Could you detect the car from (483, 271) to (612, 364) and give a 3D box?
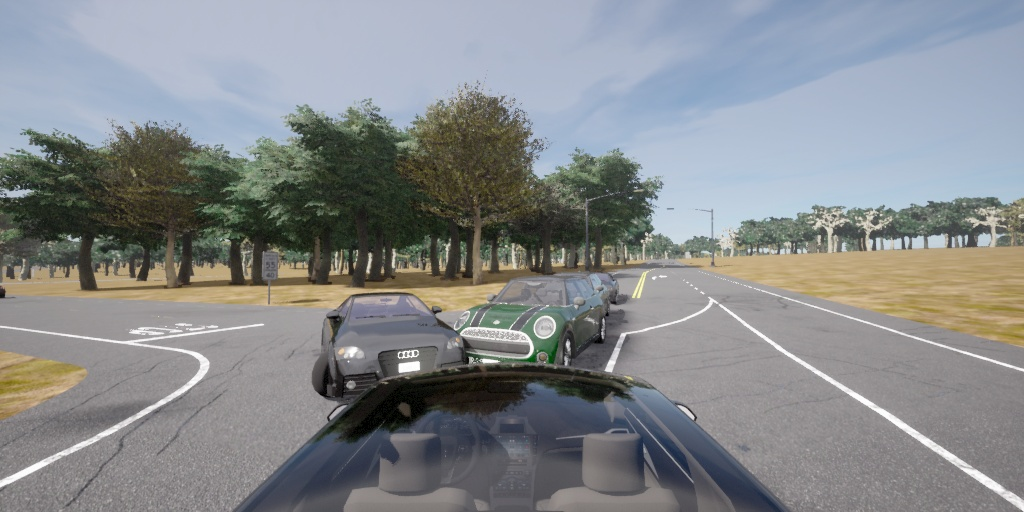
[{"bbox_3d":[0.623,1.217,7.791,2.097,1.767,4.553,-1,-2,26],"label":"car"}]

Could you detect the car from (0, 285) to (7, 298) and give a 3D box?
[{"bbox_3d":[-40.845,2.559,27.369,4.181,1.385,1.994,-2,-3,22],"label":"car"}]

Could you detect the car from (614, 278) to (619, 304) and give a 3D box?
[{"bbox_3d":[4.228,1.508,17.829,1.994,1.385,4.181,-1,0,19],"label":"car"}]

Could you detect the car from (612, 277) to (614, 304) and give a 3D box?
[{"bbox_3d":[2.031,1.343,12.103,2.097,1.767,4.553,-1,-1,21],"label":"car"}]

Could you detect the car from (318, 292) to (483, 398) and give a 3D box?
[{"bbox_3d":[-2.350,1.375,6.587,1.994,1.385,4.181,1,-2,-29],"label":"car"}]
